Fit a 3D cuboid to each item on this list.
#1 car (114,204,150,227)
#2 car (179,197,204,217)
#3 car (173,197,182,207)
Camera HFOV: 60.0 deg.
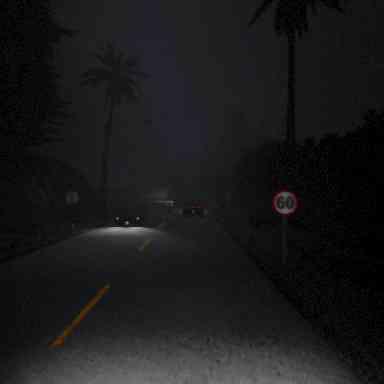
[{"bbox_3d":[-4.102,1.589,23.690,2.033,1.411,5.357,0,0,0],"label":"car"},{"bbox_3d":[0.096,1.547,31.779,2.128,1.511,4.902,0,0,0],"label":"car"},{"bbox_3d":[-1.501,1.583,52.099,2.128,1.511,4.902,0,0,-24],"label":"car"}]
